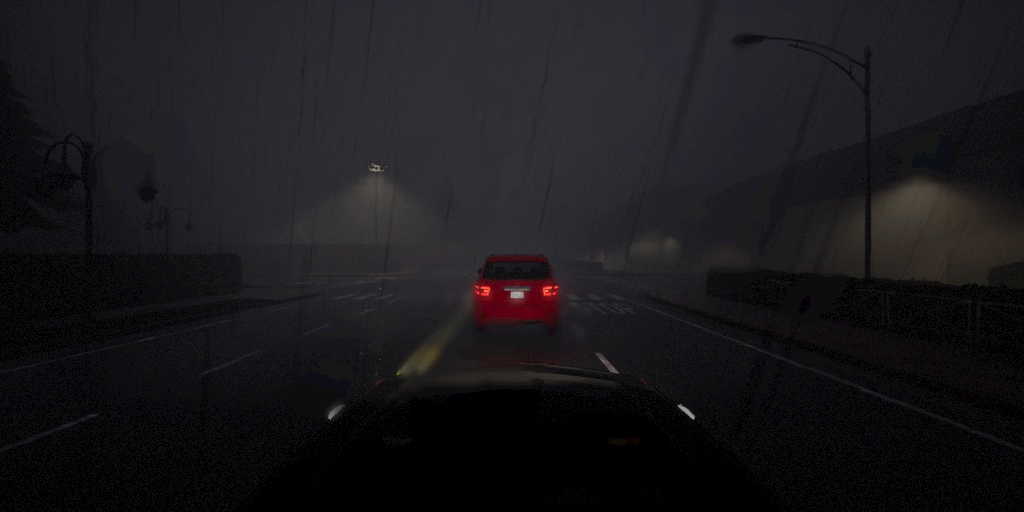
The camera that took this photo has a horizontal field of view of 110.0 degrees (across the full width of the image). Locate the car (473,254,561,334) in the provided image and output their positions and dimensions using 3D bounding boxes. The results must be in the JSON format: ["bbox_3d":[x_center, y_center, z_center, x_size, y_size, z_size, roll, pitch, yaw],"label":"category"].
[{"bbox_3d":[0.123,0.971,10.771,2.150,2.045,5.566,0,0,0],"label":"car"}]

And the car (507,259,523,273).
[{"bbox_3d":[0.362,1.226,45.623,1.882,1.535,5.008,0,0,1],"label":"car"}]
